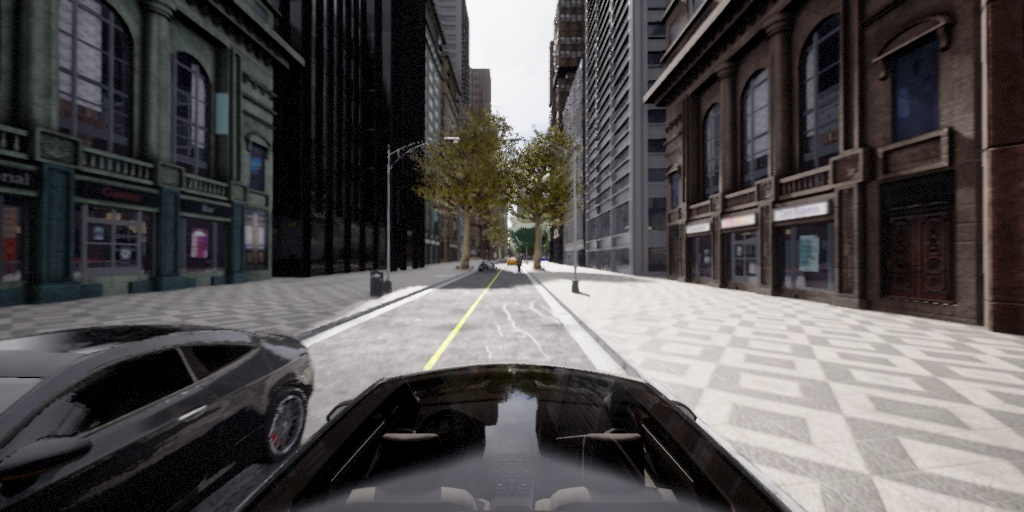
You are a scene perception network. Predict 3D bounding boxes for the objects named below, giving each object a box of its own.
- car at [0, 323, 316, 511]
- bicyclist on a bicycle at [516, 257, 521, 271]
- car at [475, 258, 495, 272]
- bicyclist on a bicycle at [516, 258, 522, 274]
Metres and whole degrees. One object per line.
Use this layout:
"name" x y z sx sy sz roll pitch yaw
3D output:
"car" -3.100 1.275 2.243 1.812 1.442 4.674 0 0 0
"bicyclist on a bicycle" 0.824 1.077 47.336 0.659 1.776 1.843 0 0 0
"car" -3.081 1.273 44.109 1.994 1.385 4.181 0 0 0
"bicyclist on a bicycle" 0.825 1.166 38.223 0.582 1.620 1.656 0 0 0
